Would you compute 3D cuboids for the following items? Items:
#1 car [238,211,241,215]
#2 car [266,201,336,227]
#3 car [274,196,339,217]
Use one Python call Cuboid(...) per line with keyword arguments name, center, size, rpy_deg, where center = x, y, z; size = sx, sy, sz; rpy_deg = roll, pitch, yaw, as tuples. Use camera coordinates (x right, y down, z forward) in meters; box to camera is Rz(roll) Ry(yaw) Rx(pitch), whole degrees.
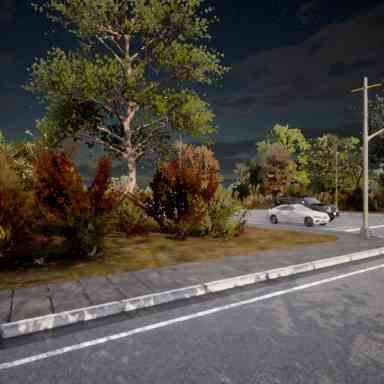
Cuboid(name="car", center=(2.854, 1.588, 34.535), size=(2.097, 1.767, 4.553), rpy_deg=(0, -1, -42))
Cuboid(name="car", center=(7.401, 1.599, 23.669), size=(1.812, 1.442, 4.674), rpy_deg=(0, -1, -38))
Cuboid(name="car", center=(9.084, 1.315, 27.263), size=(2.150, 2.045, 5.566), rpy_deg=(0, -1, -37))
